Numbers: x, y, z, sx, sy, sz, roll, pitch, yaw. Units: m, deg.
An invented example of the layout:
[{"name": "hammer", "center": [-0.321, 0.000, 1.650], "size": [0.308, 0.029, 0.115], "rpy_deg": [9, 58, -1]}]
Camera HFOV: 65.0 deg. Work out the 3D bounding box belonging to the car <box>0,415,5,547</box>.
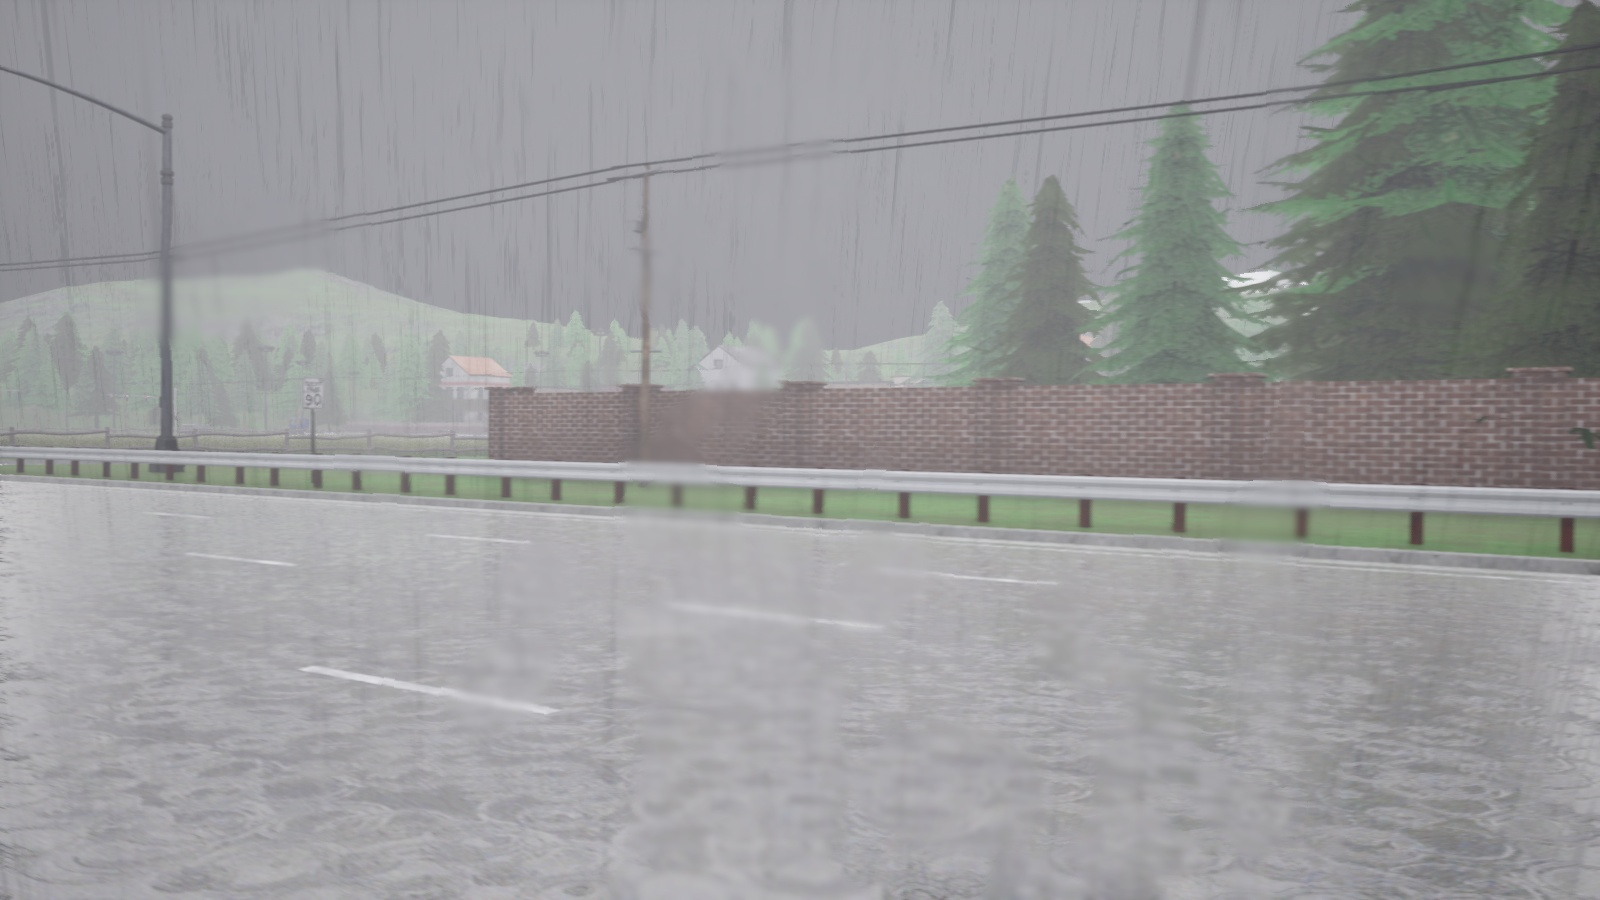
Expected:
[{"name": "car", "center": [-12.680, 0.404, 16.245], "size": [5.027, 1.651, 2.152], "rpy_deg": [0, 1, 34]}]
